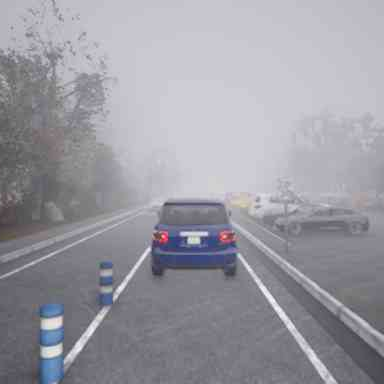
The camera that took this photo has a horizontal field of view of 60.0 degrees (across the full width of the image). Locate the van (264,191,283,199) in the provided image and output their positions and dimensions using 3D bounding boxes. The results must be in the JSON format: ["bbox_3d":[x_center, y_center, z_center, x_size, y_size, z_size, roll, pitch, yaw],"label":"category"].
[{"bbox_3d":[20.556,0.831,83.988,4.442,1.987,1.878,0,0,0],"label":"van"}]

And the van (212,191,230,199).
[{"bbox_3d":[7.245,0.838,84.244,4.442,1.987,1.878,0,0,0],"label":"van"}]

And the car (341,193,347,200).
[{"bbox_3d":[20.097,1.242,39.801,4.792,1.488,2.163,0,1,1],"label":"car"}]

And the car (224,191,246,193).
[{"bbox_3d":[7.066,1.059,45.380,4.553,1.767,2.185,0,0,0],"label":"car"}]

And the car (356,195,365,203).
[{"bbox_3d":[19.992,1.300,34.137,4.792,1.488,2.163,0,1,0],"label":"car"}]

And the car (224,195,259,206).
[{"bbox_3d":[7.087,1.204,48.154,4.792,1.488,2.163,0,0,0],"label":"car"}]

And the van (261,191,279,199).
[{"bbox_3d":[20.348,0.822,86.893,4.442,1.987,1.878,0,0,0],"label":"van"}]

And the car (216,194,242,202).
[{"bbox_3d":[7.205,1.124,64.811,4.892,1.521,2.231,0,0,0],"label":"car"}]

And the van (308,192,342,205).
[{"bbox_3d":[20.276,0.933,50.746,4.442,1.987,1.878,0,0,0],"label":"van"}]

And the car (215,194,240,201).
[{"bbox_3d":[7.215,1.116,67.587,4.892,1.521,2.231,0,0,0],"label":"car"}]

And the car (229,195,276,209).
[{"bbox_3d":[7.173,1.217,39.833,5.366,1.575,1.946,0,1,0],"label":"car"}]

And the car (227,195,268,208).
[{"bbox_3d":[7.005,1.201,42.602,4.892,1.521,2.231,0,1,0],"label":"car"}]

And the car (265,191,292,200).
[{"bbox_3d":[20.366,0.822,78.573,5.566,2.045,2.435,0,0,0],"label":"car"}]

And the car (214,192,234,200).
[{"bbox_3d":[7.260,0.963,75.915,4.553,1.767,2.185,0,0,0],"label":"car"}]

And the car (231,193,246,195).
[{"bbox_3d":[6.780,1.243,37.184,5.366,1.575,1.946,0,1,0],"label":"car"}]

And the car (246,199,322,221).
[{"bbox_3d":[7.057,1.372,25.956,5.366,1.575,1.946,0,1,0],"label":"car"}]

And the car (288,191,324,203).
[{"bbox_3d":[20.202,0.882,59.057,5.566,2.045,2.435,0,0,0],"label":"car"}]

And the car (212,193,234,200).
[{"bbox_3d":[7.310,1.080,78.692,5.008,1.535,2.097,0,0,0],"label":"car"}]

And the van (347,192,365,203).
[{"bbox_3d":[20.161,1.013,37.027,4.442,1.987,1.878,0,1,0],"label":"van"}]

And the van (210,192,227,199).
[{"bbox_3d":[7.315,0.886,92.556,4.442,1.987,1.878,0,-1,0],"label":"van"}]

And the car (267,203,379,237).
[{"bbox_3d":[6.772,1.503,17.631,4.792,1.488,2.163,0,1,0],"label":"car"}]

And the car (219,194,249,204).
[{"bbox_3d":[7.099,1.178,56.483,4.792,1.488,2.163,0,0,0],"label":"car"}]

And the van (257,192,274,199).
[{"bbox_3d":[20.393,0.877,92.284,4.442,1.987,1.878,0,-1,0],"label":"van"}]

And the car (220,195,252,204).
[{"bbox_3d":[7.076,1.187,53.707,4.792,1.488,2.163,0,0,0],"label":"car"}]

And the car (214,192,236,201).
[{"bbox_3d":[7.237,0.972,73.139,4.553,1.767,2.185,0,0,0],"label":"car"}]

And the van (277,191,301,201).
[{"bbox_3d":[20.441,0.873,70.263,4.442,1.987,1.878,0,0,0],"label":"van"}]

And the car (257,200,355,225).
[{"bbox_3d":[6.830,1.441,20.406,5.008,1.535,2.097,0,1,0],"label":"car"}]

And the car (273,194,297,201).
[{"bbox_3d":[20.344,1.131,72.908,4.674,1.452,2.002,0,0,0],"label":"car"}]

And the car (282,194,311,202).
[{"bbox_3d":[20.271,1.116,64.599,5.008,1.535,2.097,0,0,0],"label":"car"}]

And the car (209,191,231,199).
[{"bbox_3d":[7.413,0.804,87.019,5.566,2.045,2.435,0,0,0],"label":"car"}]

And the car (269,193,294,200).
[{"bbox_3d":[20.364,1.082,75.679,5.008,1.535,2.097,0,0,0],"label":"car"}]

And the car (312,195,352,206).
[{"bbox_3d":[20.142,1.167,47.978,5.008,1.535,2.097,0,0,0],"label":"car"}]

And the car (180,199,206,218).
[{"bbox_3d":[0.105,1.352,28.860,2.033,1.411,5.357,0,0,0],"label":"car"}]

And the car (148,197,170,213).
[{"bbox_3d":[-3.319,1.297,34.192,1.812,1.442,4.674,0,0,0],"label":"car"}]

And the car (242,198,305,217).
[{"bbox_3d":[6.901,1.344,28.734,4.892,1.521,2.231,0,1,0],"label":"car"}]

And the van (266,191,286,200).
[{"bbox_3d":[20.534,0.839,81.343,4.442,1.987,1.878,0,0,0],"label":"van"}]

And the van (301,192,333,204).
[{"bbox_3d":[20.066,0.924,53.518,4.442,1.987,1.878,0,0,0],"label":"van"}]

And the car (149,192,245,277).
[{"bbox_3d":[0.072,1.157,10.161,2.150,2.045,5.566,0,1,1],"label":"car"}]

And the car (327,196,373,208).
[{"bbox_3d":[20.119,1.222,42.441,4.792,1.488,2.163,0,0,0],"label":"car"}]

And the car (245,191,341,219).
[{"bbox_3d":[6.876,1.157,23.178,5.566,2.045,2.435,0,1,0],"label":"car"}]

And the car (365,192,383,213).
[{"bbox_3d":[20.025,1.052,31.365,5.566,2.045,2.435,0,1,0],"label":"car"}]

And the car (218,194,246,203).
[{"bbox_3d":[7.122,1.170,59.259,4.792,1.488,2.163,0,0,0],"label":"car"}]

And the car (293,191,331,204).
[{"bbox_3d":[20.178,0.890,56.287,5.566,2.045,2.435,0,0,0],"label":"car"}]
